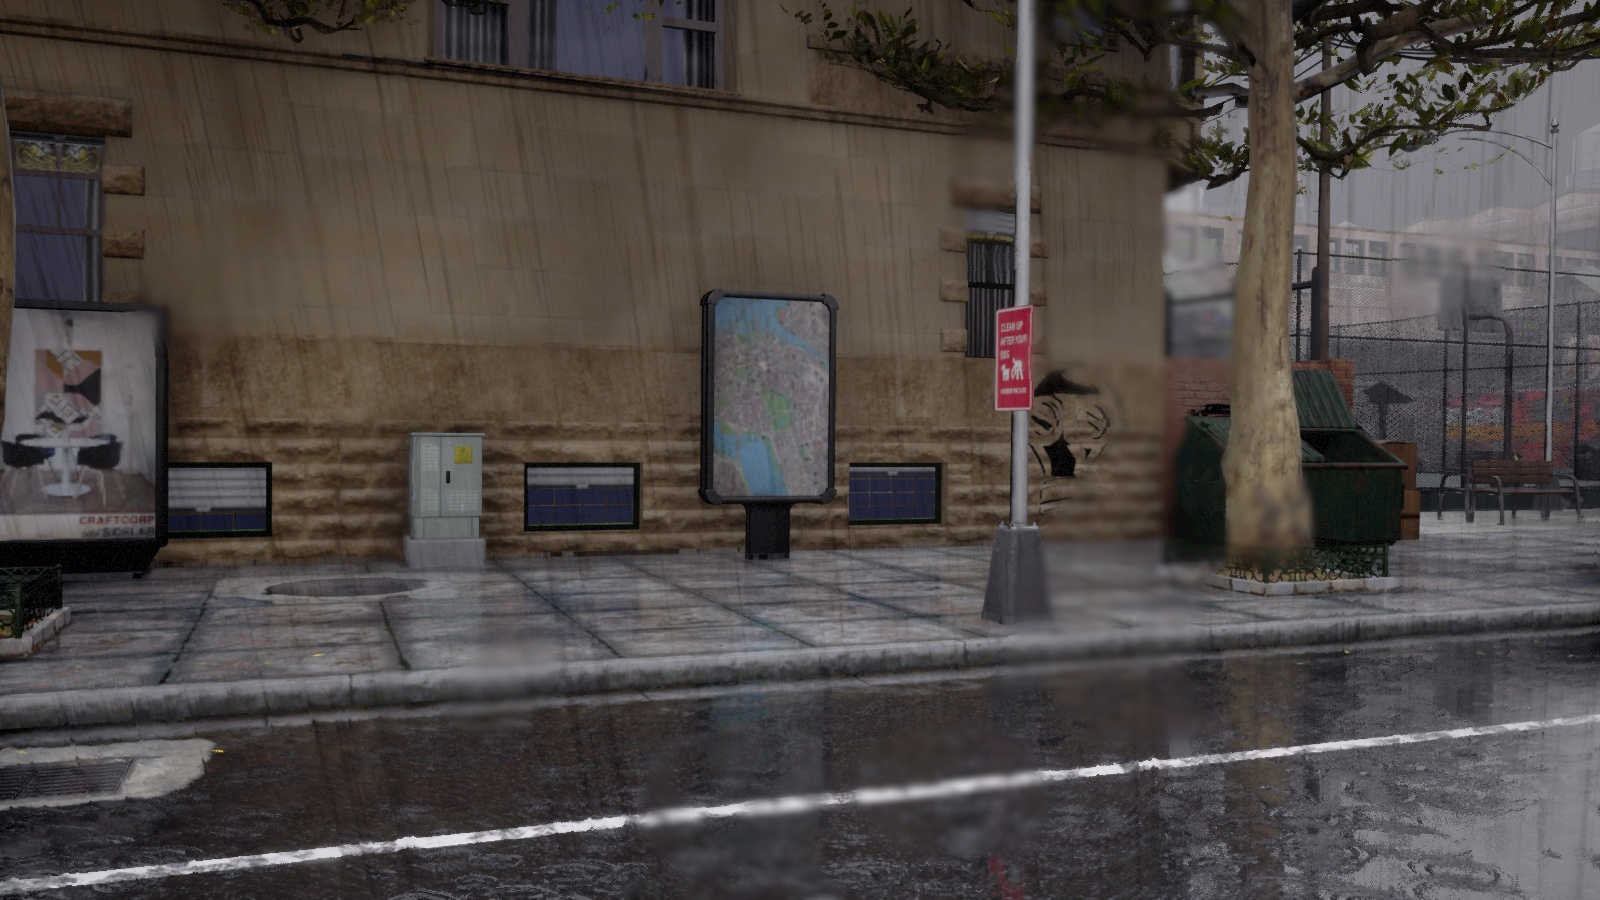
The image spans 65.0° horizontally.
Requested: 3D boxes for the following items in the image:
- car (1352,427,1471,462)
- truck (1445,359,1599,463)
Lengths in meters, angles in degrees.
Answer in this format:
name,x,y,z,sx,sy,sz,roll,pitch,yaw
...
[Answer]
name,x,y,z,sx,sy,sz,roll,pitch,yaw
car,25.214,-0.255,51.914,1.994,1.385,4.181,-1,1,-21
truck,29.955,-1.492,49.266,2.891,3.827,8.468,-1,1,-21
